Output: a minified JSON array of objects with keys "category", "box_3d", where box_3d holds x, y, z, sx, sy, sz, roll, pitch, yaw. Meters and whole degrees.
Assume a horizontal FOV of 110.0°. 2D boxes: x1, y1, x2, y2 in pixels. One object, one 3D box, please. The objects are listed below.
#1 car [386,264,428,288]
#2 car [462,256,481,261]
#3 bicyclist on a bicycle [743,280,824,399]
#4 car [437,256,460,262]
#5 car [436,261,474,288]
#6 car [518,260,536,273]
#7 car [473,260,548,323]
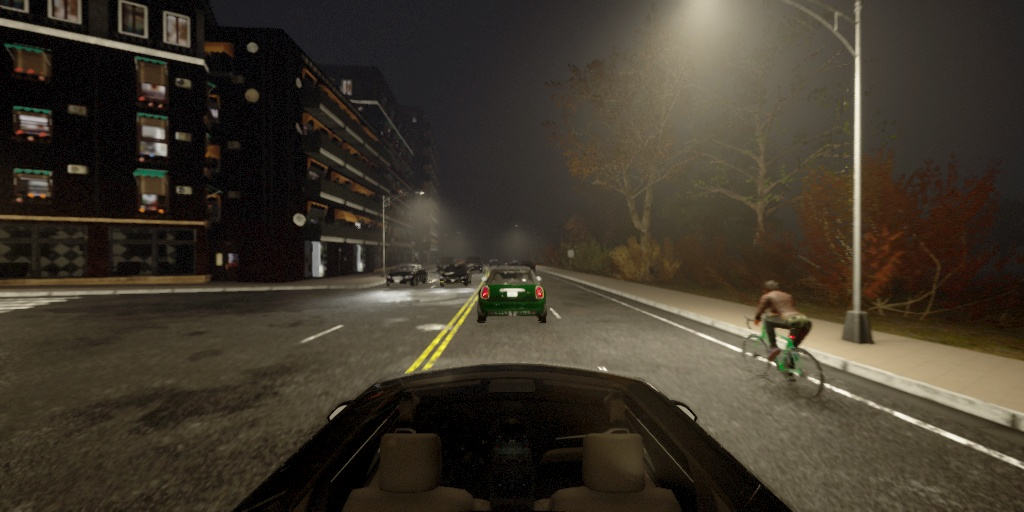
[{"category":"car","box_3d":[-7.129,1.301,24.775,2.128,1.511,4.902,0,0,0]},{"category":"car","box_3d":[-4.774,1.073,45.018,2.150,2.045,5.566,0,0,-3]},{"category":"bicyclist on a bicycle","box_3d":[4.110,1.210,5.560,0.582,1.620,1.656,0,0,0]},{"category":"car","box_3d":[-8.010,1.075,44.715,2.150,2.045,5.566,0,0,-4]},{"category":"car","box_3d":[-3.791,1.312,24.794,1.837,1.490,4.892,0,0,-2]},{"category":"car","box_3d":[1.864,1.321,45.831,1.882,1.535,5.008,0,0,-4]},{"category":"car","box_3d":[-0.022,1.128,12.447,2.097,1.767,4.553,0,0,-1]}]
